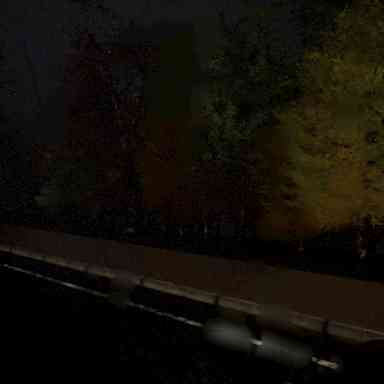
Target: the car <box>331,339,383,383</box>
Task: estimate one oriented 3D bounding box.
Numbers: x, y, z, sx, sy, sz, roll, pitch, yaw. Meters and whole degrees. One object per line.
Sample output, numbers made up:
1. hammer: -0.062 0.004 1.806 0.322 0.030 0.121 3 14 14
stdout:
1. car: 2.824 1.592 1.660 4.181 1.385 1.994 1 1 36
